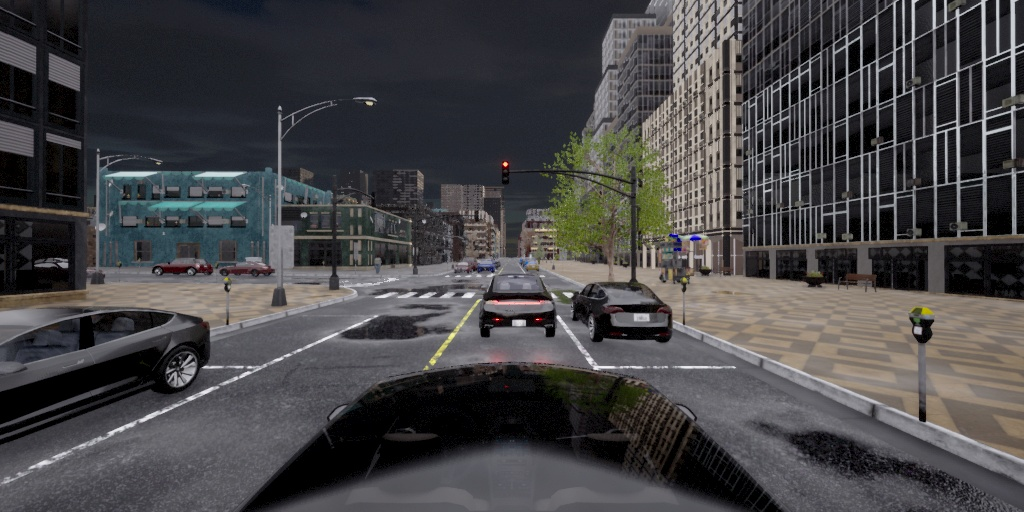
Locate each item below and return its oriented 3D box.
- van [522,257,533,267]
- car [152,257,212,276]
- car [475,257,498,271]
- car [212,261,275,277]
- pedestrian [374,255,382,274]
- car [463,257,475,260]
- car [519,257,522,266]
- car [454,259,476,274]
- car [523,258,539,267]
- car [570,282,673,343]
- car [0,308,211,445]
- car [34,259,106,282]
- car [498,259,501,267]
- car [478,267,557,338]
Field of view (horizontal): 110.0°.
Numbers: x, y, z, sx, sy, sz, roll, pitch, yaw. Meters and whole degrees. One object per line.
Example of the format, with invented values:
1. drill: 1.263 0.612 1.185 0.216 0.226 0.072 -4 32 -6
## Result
1. van: 2.713 1.094 53.116 1.690 1.789 3.998 0 0 0
2. car: -28.357 0.879 30.860 4.097 1.591 1.967 0 0 -1
3. car: -3.083 1.230 43.687 1.882 1.535 5.008 0 0 0
4. car: -22.809 1.090 30.936 4.207 1.307 1.802 0 0 -1
5. pedestrian: -12.736 0.789 34.023 0.375 1.860 0.375 0 -1 -1
6. car: -5.670 1.068 47.566 2.192 1.841 5.009 0 0 0
7. car: 2.717 1.305 64.218 2.007 1.370 4.403 0 0 0
8. car: -5.673 1.335 42.015 1.802 1.307 4.207 0 0 0
9. car: 2.710 1.278 47.735 1.751 1.417 4.829 0 0 0
10. car: 2.694 1.316 9.536 1.948 1.339 4.313 0 0 0
11. car: -5.689 1.316 4.000 1.948 1.339 4.313 0 0 0
12. car: -28.242 0.980 22.481 4.207 1.307 1.802 0 0 -1
13. car: -3.057 1.318 53.538 1.994 1.385 4.181 0 0 1
14. car: 0.114 1.242 10.206 2.128 1.511 4.902 0 0 -1
